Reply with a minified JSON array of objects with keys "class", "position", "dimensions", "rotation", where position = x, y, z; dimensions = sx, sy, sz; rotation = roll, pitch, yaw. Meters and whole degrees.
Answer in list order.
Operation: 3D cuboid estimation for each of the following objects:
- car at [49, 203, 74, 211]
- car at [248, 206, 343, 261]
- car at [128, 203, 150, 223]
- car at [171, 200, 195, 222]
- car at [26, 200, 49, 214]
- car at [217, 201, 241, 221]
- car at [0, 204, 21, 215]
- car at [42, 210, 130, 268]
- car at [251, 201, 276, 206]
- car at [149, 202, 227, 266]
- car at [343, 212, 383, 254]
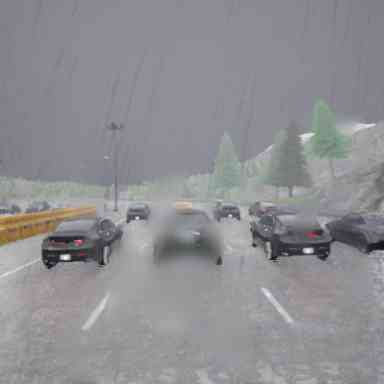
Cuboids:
[{"class":"car","position":[-16.709,2.114,43.316],"dimensions":[1.895,1.301,4.718],"rotation":[-1,0,-10]},{"class":"car","position":[3.335,1.469,12.110],"dimensions":[1.837,1.490,4.892],"rotation":[-1,0,-1]},{"class":"car","position":[-4.235,1.689,27.335],"dimensions":[1.837,1.490,4.892],"rotation":[-1,0,-3]},{"class":"car","position":[-0.852,1.591,29.343],"dimensions":[1.882,1.535,5.008],"rotation":[-1,0,-4]},{"class":"car","position":[-20.488,1.952,44.478],"dimensions":[2.097,1.767,4.553],"rotation":[-1,0,-10]},{"class":"car","position":[2.758,1.534,27.508],"dimensions":[1.837,1.490,4.892],"rotation":[-1,0,-3]},{"class":"car","position":[-23.824,2.236,43.310],"dimensions":[1.994,1.385,4.181],"rotation":[-1,0,-10]},{"class":"car","position":[-3.660,1.625,11.901],"dimensions":[1.837,1.490,4.892],"rotation":[-1,0,-1]},{"class":"car","position":[6.188,1.480,28.745],"dimensions":[1.812,1.442,4.674],"rotation":[-1,0,-4]},{"class":"car","position":[-0.167,1.393,12.038],"dimensions":[2.097,1.767,4.553],"rotation":[-1,0,-1]},{"class":"car","position":[6.817,1.454,13.030],"dimensions":[1.994,1.385,4.181],"rotation":[-1,0,-1]}]
